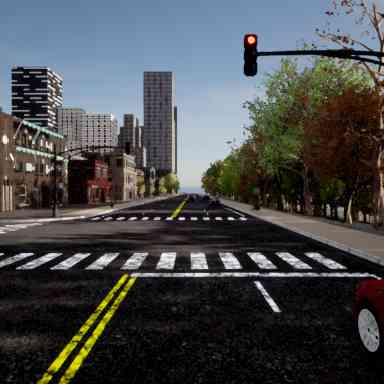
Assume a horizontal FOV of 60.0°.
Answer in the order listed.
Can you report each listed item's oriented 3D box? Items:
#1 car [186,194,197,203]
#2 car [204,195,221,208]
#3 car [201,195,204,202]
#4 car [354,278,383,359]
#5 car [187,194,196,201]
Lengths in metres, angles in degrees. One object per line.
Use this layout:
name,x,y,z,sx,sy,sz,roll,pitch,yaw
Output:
car,-0.143,1.501,66.011,1.812,1.442,4.674,0,0,0
car,3.247,1.530,49.162,2.033,1.411,5.357,0,0,0
car,3.098,1.471,74.655,1.837,1.490,4.892,0,0,0
car,3.344,1.477,2.962,1.882,1.535,5.008,0,0,0
car,-0.164,1.280,76.013,1.882,1.535,5.008,0,0,0
